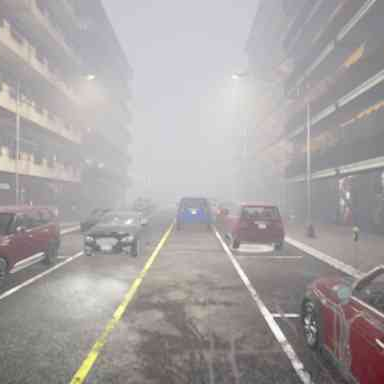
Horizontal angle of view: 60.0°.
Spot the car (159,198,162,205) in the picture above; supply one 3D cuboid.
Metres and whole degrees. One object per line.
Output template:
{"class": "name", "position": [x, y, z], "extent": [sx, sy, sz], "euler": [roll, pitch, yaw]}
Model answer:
{"class": "car", "position": [-5.271, 1.683, 42.246], "extent": [1.887, 1.381, 4.507], "euler": [1, 0, 0]}

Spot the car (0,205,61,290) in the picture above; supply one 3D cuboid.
{"class": "car", "position": [-5.286, 1.337, 9.063], "extent": [2.192, 1.841, 5.009], "euler": [1, 0, 0]}

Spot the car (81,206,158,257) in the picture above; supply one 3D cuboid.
{"class": "car", "position": [-2.742, 1.523, 13.090], "extent": [2.128, 1.511, 4.902], "euler": [0, 0, 0]}

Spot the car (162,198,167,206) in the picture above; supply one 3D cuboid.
{"class": "car", "position": [-5.261, 1.804, 58.840], "extent": [1.802, 1.307, 4.206], "euler": [1, 0, 0]}

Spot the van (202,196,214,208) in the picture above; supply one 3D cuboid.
{"class": "van", "position": [2.587, 1.533, 53.250], "extent": [1.690, 1.788, 3.998], "euler": [1, 0, 0]}

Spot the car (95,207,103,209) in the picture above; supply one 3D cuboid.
{"class": "car", "position": [-5.285, 1.618, 20.125], "extent": [1.947, 1.339, 4.313], "euler": [1, 0, 0]}

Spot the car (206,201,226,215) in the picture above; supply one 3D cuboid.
{"class": "car", "position": [2.572, 1.695, 36.655], "extent": [1.802, 1.307, 4.206], "euler": [1, 0, 0]}

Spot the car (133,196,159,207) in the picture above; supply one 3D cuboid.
{"class": "car", "position": [-5.269, 1.429, 36.716], "extent": [2.192, 1.841, 5.009], "euler": [1, 0, 0]}

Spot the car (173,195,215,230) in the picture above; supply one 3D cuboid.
{"class": "car", "position": [0.114, 1.280, 21.948], "extent": [2.150, 2.045, 5.566], "euler": [0, 0, 0]}

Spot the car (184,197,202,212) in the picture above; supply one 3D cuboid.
{"class": "car", "position": [0.128, 1.487, 41.486], "extent": [2.097, 1.767, 4.553], "euler": [0, 0, 0]}

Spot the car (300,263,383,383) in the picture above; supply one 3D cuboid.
{"class": "car", "position": [2.595, 1.449, 3.468], "extent": [1.967, 1.590, 4.097], "euler": [1, 0, 0]}

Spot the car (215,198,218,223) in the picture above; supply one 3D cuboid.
{"class": "car", "position": [2.567, 1.511, 25.593], "extent": [1.967, 1.590, 4.097], "euler": [1, 0, 0]}

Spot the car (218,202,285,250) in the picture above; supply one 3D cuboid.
{"class": "car", "position": [2.564, 1.351, 14.530], "extent": [2.192, 1.841, 5.009], "euler": [1, 0, 0]}
